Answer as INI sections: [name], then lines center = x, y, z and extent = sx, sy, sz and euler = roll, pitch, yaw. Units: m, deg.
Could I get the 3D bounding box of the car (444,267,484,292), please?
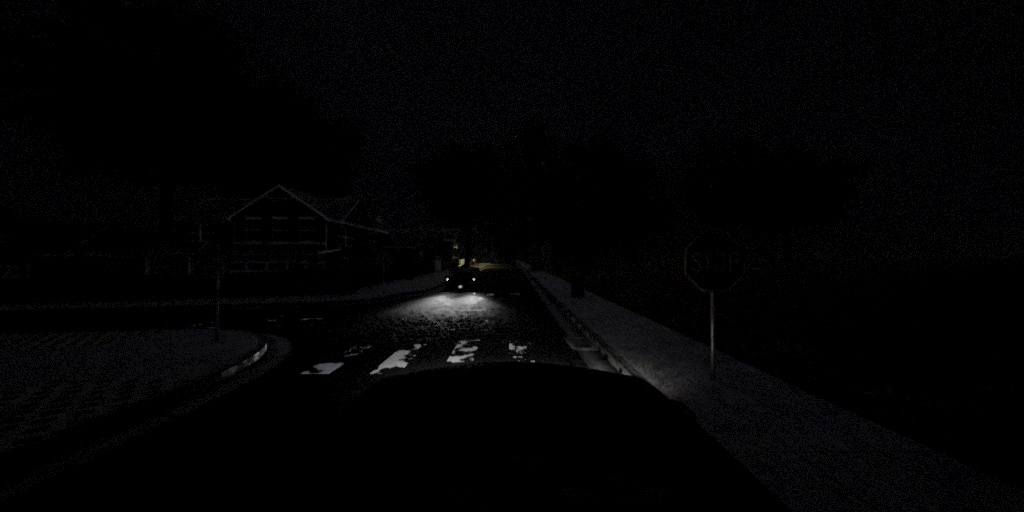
[car]
center = -2.791, 1.357, 21.638
extent = 1.895, 1.301, 4.718
euler = 0, 0, 0
